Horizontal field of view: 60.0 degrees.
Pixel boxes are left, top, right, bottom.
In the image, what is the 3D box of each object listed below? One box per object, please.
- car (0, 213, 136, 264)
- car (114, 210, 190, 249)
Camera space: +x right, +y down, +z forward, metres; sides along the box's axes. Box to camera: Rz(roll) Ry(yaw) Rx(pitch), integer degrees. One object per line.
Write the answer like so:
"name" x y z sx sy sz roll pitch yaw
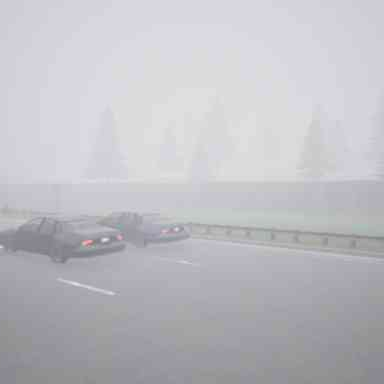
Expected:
"car" -4.693 1.501 11.624 5.357 1.411 2.033 0 0 36
"car" -2.638 1.501 14.456 5.357 1.411 2.033 0 0 36
